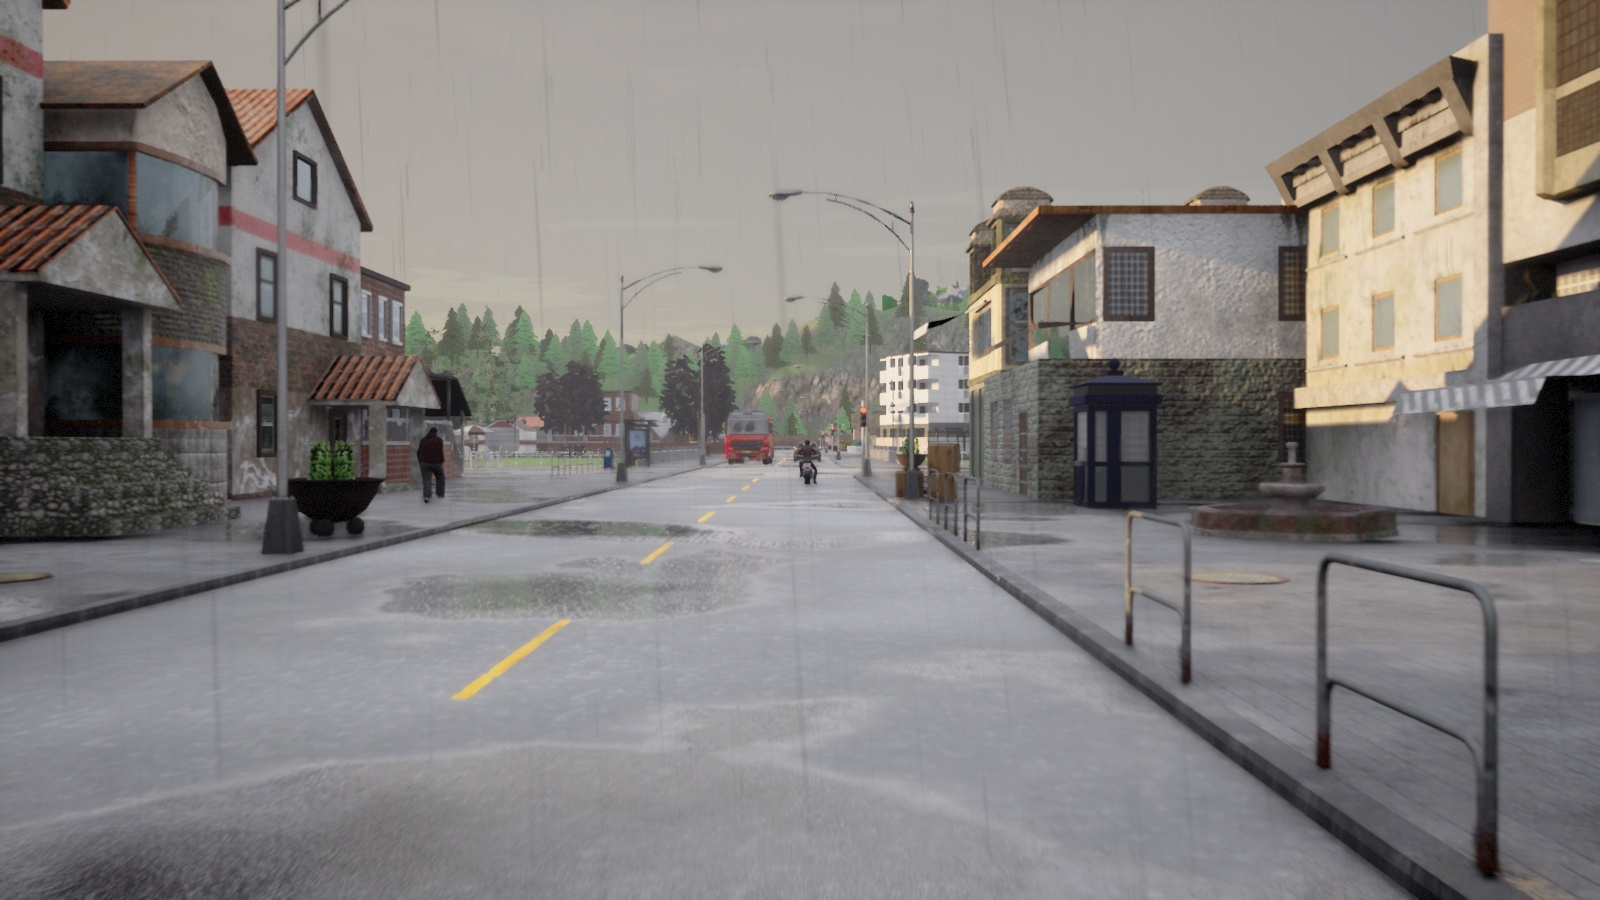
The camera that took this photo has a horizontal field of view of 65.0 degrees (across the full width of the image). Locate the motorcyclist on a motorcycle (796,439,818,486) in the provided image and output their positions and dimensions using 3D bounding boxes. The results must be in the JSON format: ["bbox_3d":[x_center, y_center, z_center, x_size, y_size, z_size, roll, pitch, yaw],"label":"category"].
[{"bbox_3d":[0.268,0.440,45.574,0.766,1.649,2.350,0,0,1],"label":"motorcyclist on a motorcycle"}]

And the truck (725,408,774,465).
[{"bbox_3d":[-3.449,-0.917,88.037,2.891,3.827,8.468,0,0,2],"label":"truck"}]

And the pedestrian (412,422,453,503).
[{"bbox_3d":[-8.566,0.281,29.305,0.634,1.844,0.899,0,0,5],"label":"pedestrian"}]
